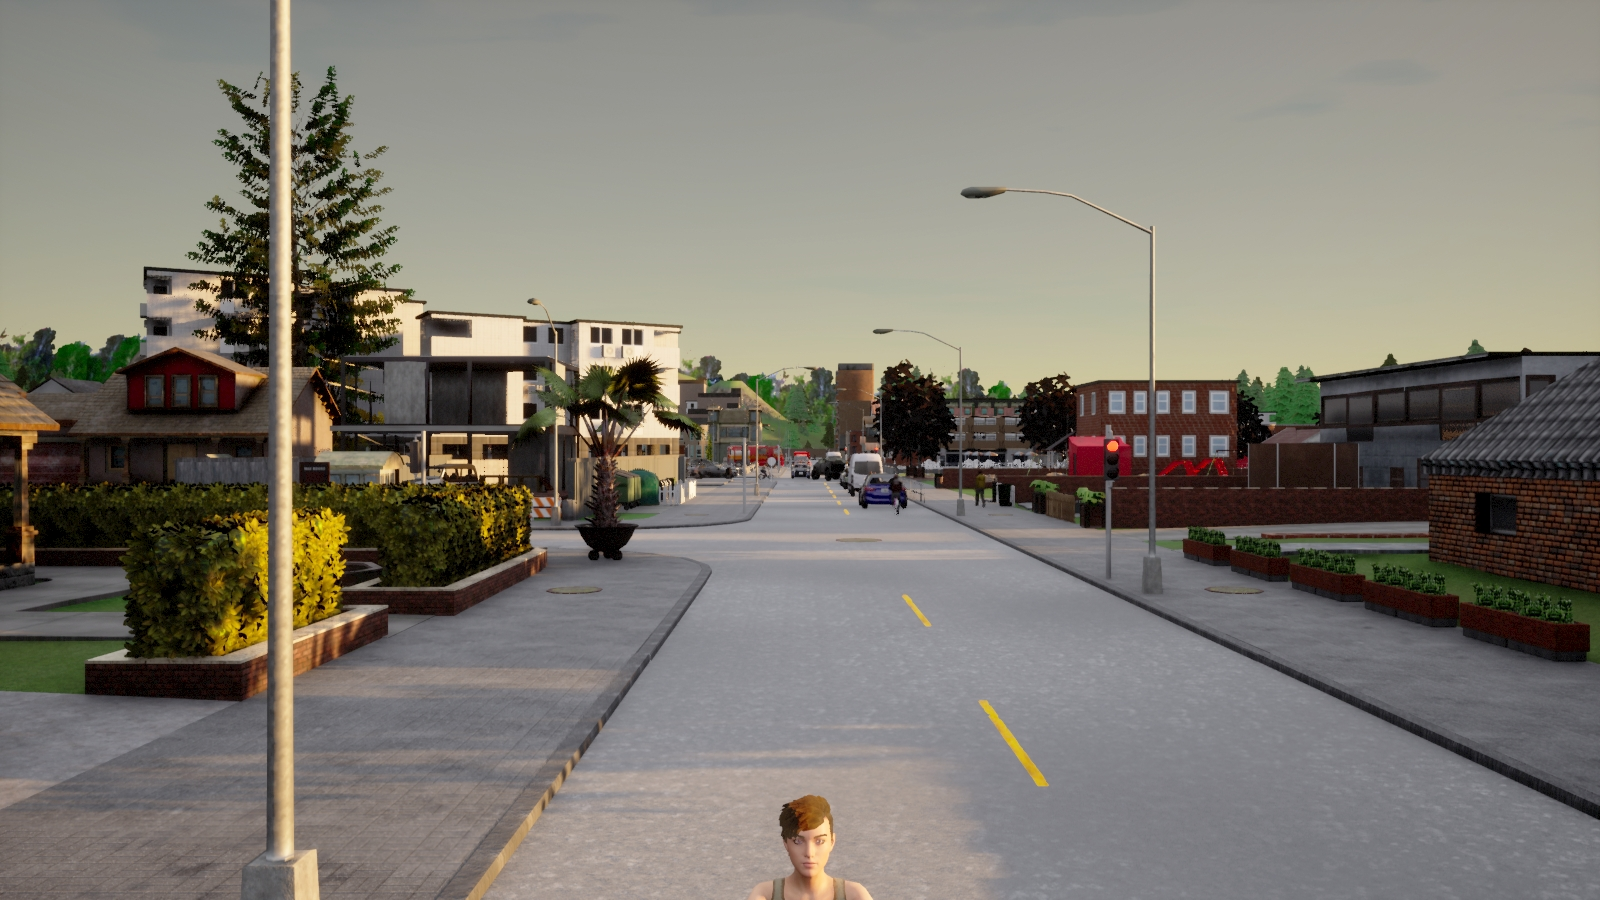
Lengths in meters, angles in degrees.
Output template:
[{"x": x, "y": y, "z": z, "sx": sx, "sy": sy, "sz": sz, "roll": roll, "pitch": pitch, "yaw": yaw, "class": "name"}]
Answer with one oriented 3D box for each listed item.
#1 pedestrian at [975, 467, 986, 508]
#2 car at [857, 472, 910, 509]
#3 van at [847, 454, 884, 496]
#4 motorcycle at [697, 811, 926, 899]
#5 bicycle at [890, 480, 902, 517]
[{"x": 8.379, "y": 1.744, "z": 53.116, "sx": 0.375, "sy": 1.860, "sz": 0.375, "roll": 0, "pitch": 0, "yaw": -17, "class": "pedestrian"}, {"x": 4.046, "y": 1.967, "z": 56.171, "sx": 2.242, "sy": 1.667, "sz": 4.611, "roll": 0, "pitch": 0, "yaw": 0, "class": "car"}, {"x": 4.045, "y": 1.531, "z": 71.351, "sx": 1.988, "sy": 2.561, "sz": 5.915, "roll": 0, "pitch": -1, "yaw": 0, "class": "van"}, {"x": 0.039, "y": 2.155, "z": 3.558, "sx": 0.764, "sy": 1.307, "sz": 2.356, "roll": 0, "pitch": 0, "yaw": 0, "class": "motorcycle"}, {"x": 4.084, "y": 2.060, "z": 48.644, "sx": 0.329, "sy": 1.471, "sz": 1.835, "roll": 0, "pitch": 0, "yaw": 0, "class": "bicycle"}]
